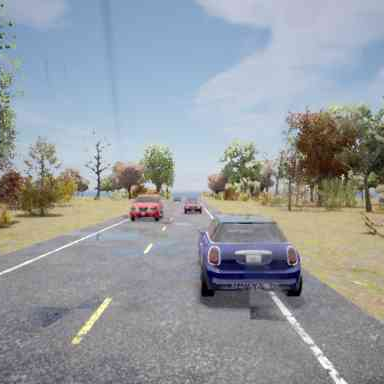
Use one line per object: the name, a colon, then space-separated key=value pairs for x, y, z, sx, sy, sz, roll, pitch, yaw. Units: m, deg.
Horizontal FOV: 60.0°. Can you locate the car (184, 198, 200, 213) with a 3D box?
car: x=0.122 y=1.639 z=36.718 sx=1.895 sy=1.301 sz=4.718 roll=0 pitch=0 yaw=0

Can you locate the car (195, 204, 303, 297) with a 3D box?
car: x=1.236 y=1.351 z=8.762 sx=2.097 sy=1.767 sz=4.553 roll=0 pitch=0 yaw=0

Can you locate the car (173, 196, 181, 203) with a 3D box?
car: x=-3.396 y=1.667 z=76.323 sx=1.837 sy=1.490 sz=4.892 roll=0 pitch=-1 yaw=0

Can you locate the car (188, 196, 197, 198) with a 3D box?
car: x=0.079 y=1.420 z=46.602 sx=2.097 sy=1.767 sz=4.553 roll=0 pitch=0 yaw=0

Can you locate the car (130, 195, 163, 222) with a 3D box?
car: x=-3.564 y=1.235 z=26.971 sx=2.150 sy=2.045 sz=5.566 roll=0 pitch=0 yaw=0
